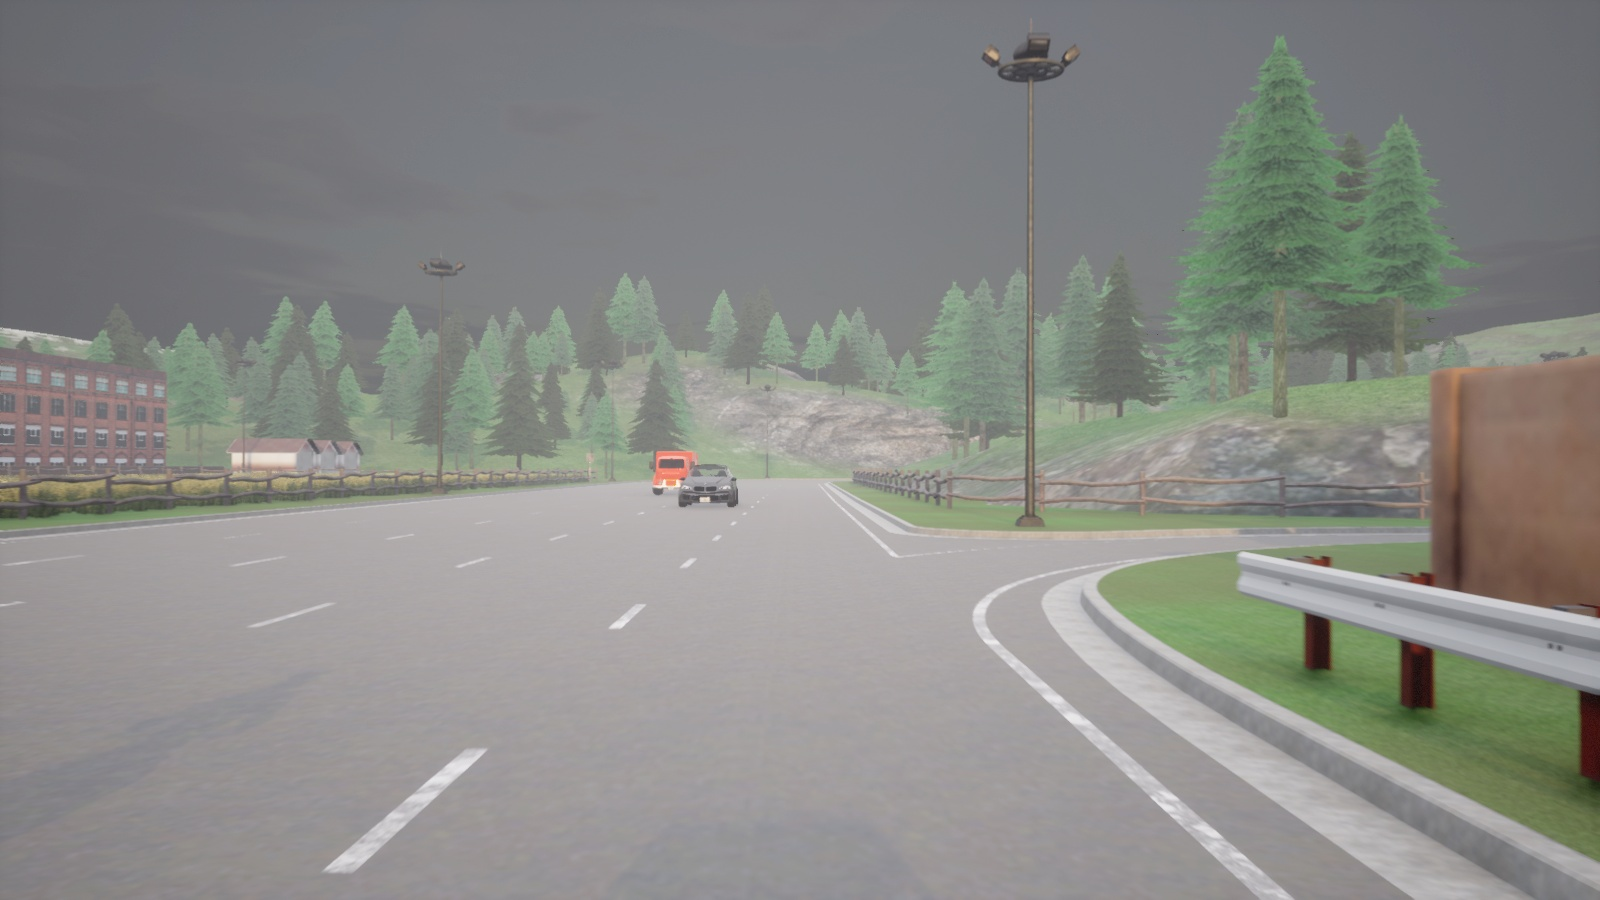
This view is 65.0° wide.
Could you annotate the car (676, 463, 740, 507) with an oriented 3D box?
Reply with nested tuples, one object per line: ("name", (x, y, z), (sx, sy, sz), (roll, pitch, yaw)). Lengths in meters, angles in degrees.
("car", (-3.620, 1.382, 50.428), (2.242, 1.667, 4.611), (0, -1, 0))

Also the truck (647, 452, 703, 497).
("truck", (-7.096, 1.367, 71.904), (2.627, 2.467, 5.204), (0, -1, 0))
